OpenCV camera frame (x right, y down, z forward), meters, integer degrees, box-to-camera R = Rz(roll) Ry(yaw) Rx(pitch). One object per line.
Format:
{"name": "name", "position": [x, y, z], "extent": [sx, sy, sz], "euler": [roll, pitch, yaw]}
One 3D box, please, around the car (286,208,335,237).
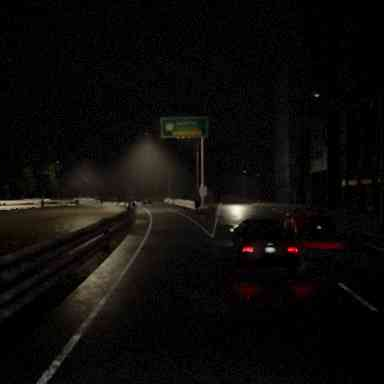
{"name": "car", "position": [6.575, 1.635, 19.073], "extent": [1.882, 1.535, 5.008], "euler": [0, -1, 5]}

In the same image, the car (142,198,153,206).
{"name": "car", "position": [-8.889, 1.954, 66.727], "extent": [1.837, 1.490, 4.892], "euler": [0, 0, -10]}

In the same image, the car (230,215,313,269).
{"name": "car", "position": [2.375, 1.656, 11.615], "extent": [2.033, 1.411, 5.357], "euler": [0, -1, 5]}
